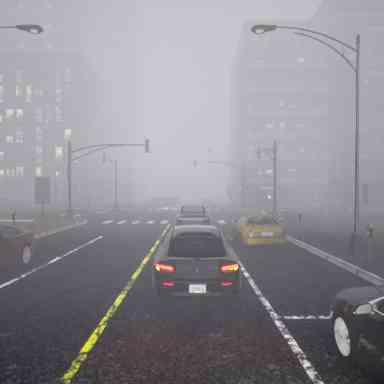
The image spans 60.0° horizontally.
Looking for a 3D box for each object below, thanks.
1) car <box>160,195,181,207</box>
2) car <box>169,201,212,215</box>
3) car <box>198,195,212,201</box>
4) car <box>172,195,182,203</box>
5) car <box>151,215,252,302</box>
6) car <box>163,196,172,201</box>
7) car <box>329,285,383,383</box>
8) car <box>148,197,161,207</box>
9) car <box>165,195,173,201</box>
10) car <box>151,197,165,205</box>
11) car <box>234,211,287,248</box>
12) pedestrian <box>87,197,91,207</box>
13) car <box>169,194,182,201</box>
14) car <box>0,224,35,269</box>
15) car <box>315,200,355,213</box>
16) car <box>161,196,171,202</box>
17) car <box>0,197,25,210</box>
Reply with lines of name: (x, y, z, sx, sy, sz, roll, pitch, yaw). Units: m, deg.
car: (-3.194, 1.536, 50.397, 2.033, 1.411, 5.357, 0, 0, 0)
car: (0.053, 1.487, 18.183, 2.128, 1.511, 4.902, 0, 0, 0)
car: (2.560, 1.539, 58.000, 2.008, 1.369, 4.403, -1, 0, 0)
car: (-3.142, 1.487, 70.545, 1.837, 1.490, 4.892, 0, 0, 0)
car: (0.083, 1.523, 8.109, 1.812, 1.442, 4.674, 0, 0, 0)
car: (-5.865, 1.568, 80.601, 1.802, 1.307, 4.206, -1, 0, 0)
car: (2.802, 1.550, 3.102, 2.008, 1.369, 4.403, -1, 0, 0)
car: (-5.808, 1.514, 52.159, 1.752, 1.417, 4.829, -1, 0, 0)
car: (-5.877, 1.530, 86.256, 1.887, 1.381, 4.507, -1, 0, 0)
car: (-5.819, 1.554, 57.983, 1.947, 1.339, 4.313, -1, 0, 0)
car: (2.778, 1.521, 14.561, 1.752, 1.417, 4.829, -1, 0, 0)
pedestrian: (-12.631, 1.200, 40.837, 0.375, 1.300, 0.375, 0, 0, 1)
car: (-3.194, 1.479, 60.348, 2.128, 1.511, 4.902, 0, 0, 0)
car: (-5.849, 1.542, 8.787, 1.887, 1.381, 4.507, -1, 0, 0)
car: (16.238, 1.623, 37.552, 4.403, 1.369, 2.008, 0, 0, 1)
car: (-5.854, 1.531, 74.946, 1.887, 1.381, 4.507, -1, 0, 0)
car: (-21.738, 1.275, 37.972, 4.829, 1.417, 1.752, 0, 0, 1)
